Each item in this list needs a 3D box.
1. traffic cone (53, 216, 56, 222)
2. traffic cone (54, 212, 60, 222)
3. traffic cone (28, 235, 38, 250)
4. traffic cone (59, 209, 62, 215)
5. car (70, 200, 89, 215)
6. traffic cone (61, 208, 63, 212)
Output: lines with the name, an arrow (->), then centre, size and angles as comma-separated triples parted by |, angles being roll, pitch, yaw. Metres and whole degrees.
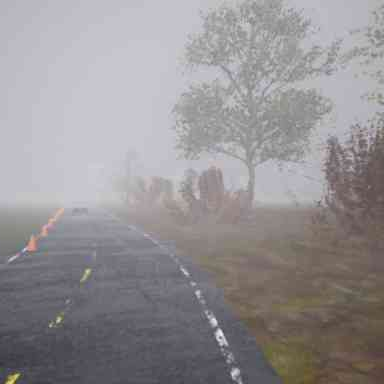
traffic cone -> -9.751, 2.133, 22.960 | 0.340, 0.580, 0.340 | 0, 0, -19
traffic cone -> -11.410, 2.165, 27.677 | 0.340, 0.580, 0.340 | 0, 0, -19
traffic cone -> -6.542, 2.067, 13.627 | 0.340, 0.580, 0.340 | 0, 0, -16
traffic cone -> -13.068, 2.197, 32.393 | 0.340, 0.580, 0.340 | 0, 0, -19
car -> -12.791, 1.740, 37.843 | 1.882, 1.535, 5.008 | 0, 0, -19
traffic cone -> -14.728, 2.227, 37.110 | 0.340, 0.580, 0.340 | 0, 0, -19
